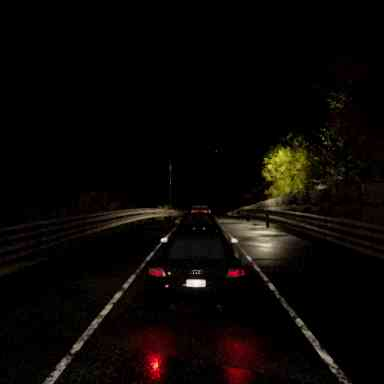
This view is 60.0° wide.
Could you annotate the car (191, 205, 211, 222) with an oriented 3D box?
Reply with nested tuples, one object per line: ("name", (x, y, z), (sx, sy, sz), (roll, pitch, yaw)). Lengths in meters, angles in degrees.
("car", (1.099, 2.428, 37.799), (2.097, 1.767, 4.553), (0, -4, 3))

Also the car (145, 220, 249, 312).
("car", (0.161, 1.580, 7.815), (1.994, 1.385, 4.181), (0, 0, 3))

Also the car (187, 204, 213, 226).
("car", (0.691, 1.958, 29.312), (2.097, 1.767, 4.553), (0, -3, 2))

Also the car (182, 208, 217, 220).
("car", (0.307, 1.611, 14.317), (1.837, 1.490, 4.892), (0, -1, 1))

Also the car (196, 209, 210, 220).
("car", (1.600, 3.163, 46.937), (1.882, 1.535, 5.008), (0, -4, 4))

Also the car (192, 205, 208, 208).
("car", (0.498, 1.822, 22.615), (2.128, 1.511, 4.902), (0, -2, 1))
